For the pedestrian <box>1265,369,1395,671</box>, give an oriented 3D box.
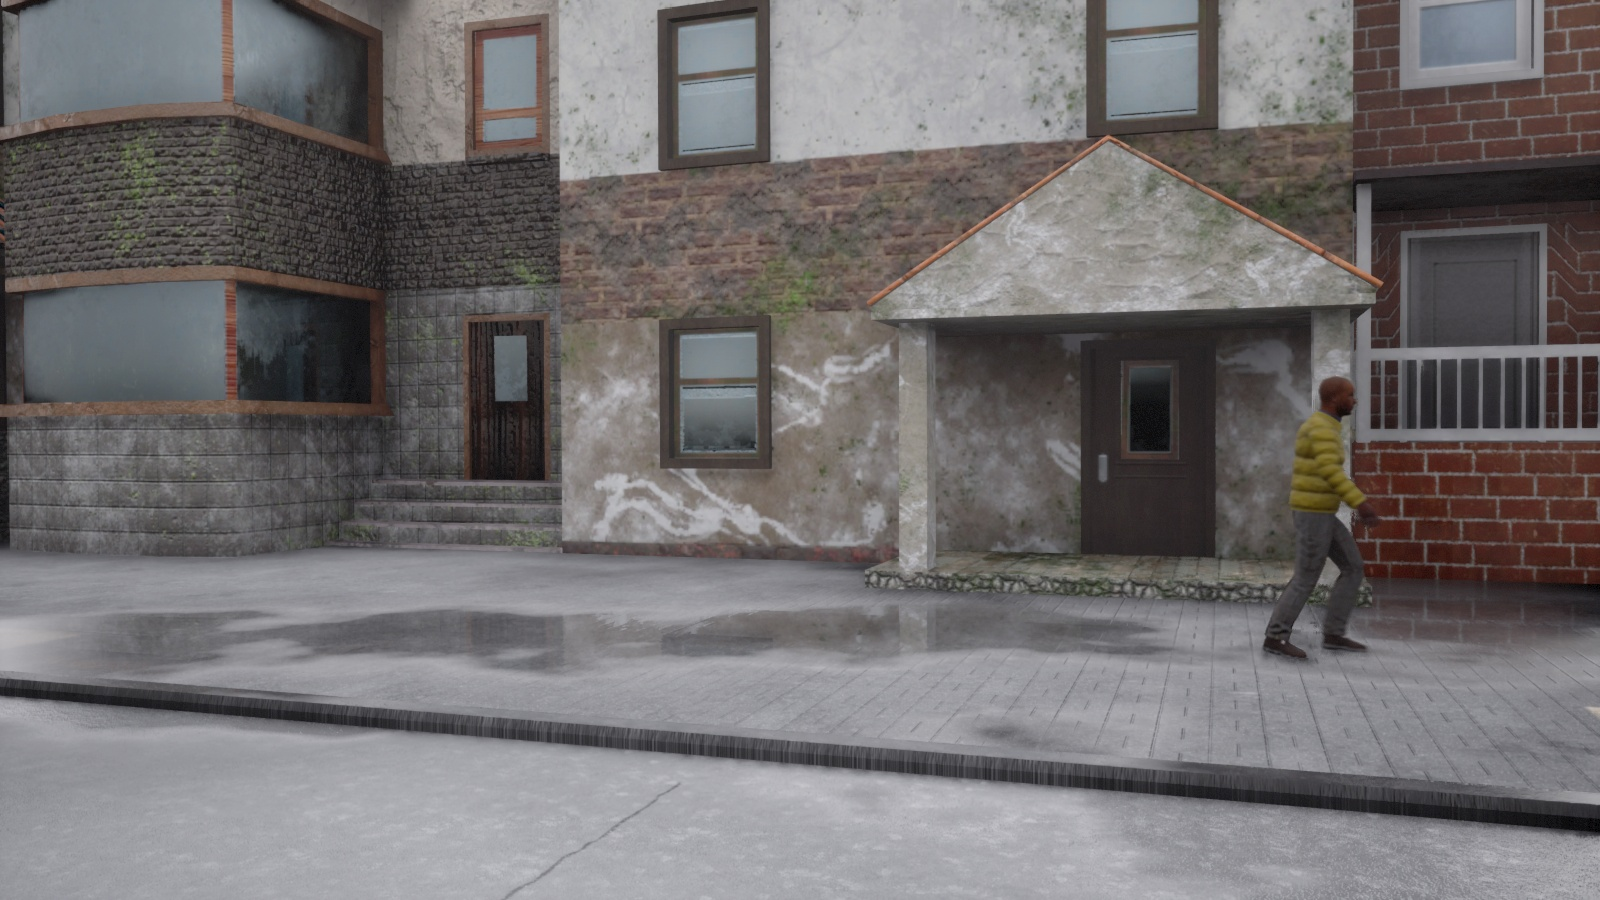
[{"bbox_3d":[3.341,0.422,7.933,0.726,1.835,0.370,1,1,23],"label":"pedestrian"}]
